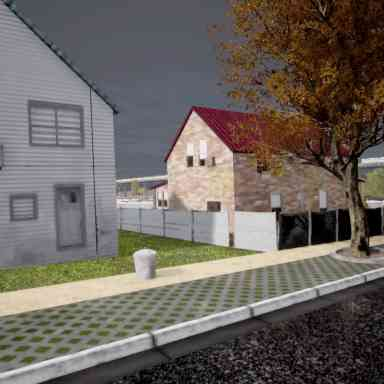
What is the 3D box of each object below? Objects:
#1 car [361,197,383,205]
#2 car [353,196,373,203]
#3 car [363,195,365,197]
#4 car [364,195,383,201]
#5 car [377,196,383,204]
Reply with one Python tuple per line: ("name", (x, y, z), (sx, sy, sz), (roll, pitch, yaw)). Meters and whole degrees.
("car", (35.181, 1.738, 64.561), (2.128, 1.511, 4.902), (-2, 0, 0))
("car", (38.507, 1.583, 74.956), (1.837, 1.490, 4.892), (-2, 0, 0))
("car", (31.908, 1.535, 63.047), (2.150, 2.045, 5.566), (-2, 0, 0))
("car", (28.470, 1.684, 49.853), (2.097, 1.767, 4.553), (-2, -1, 1))
("car", (38.426, 1.623, 64.529), (2.128, 1.511, 4.902), (-2, 0, 0))
